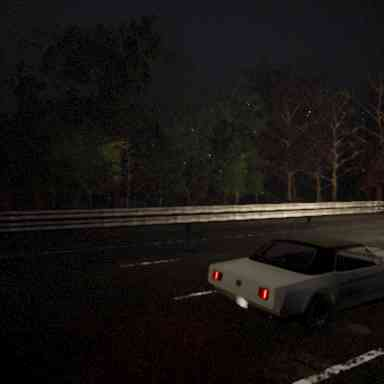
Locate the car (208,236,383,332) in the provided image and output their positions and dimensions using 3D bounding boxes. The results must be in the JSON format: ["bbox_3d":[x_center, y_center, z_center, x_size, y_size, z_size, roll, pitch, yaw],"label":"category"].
[{"bbox_3d":[2.771,1.580,6.754,4.718,1.301,1.895,0,0,-30],"label":"car"}]
